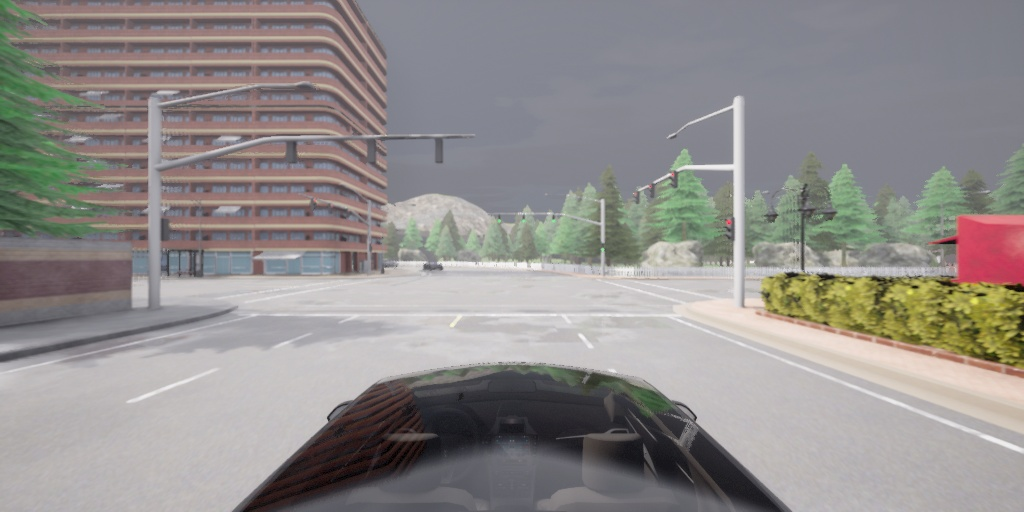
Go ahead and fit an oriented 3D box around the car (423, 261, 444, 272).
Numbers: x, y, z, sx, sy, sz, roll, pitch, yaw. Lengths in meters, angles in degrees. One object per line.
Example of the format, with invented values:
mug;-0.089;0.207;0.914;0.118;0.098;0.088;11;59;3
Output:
car;-11.404;1.467;51.753;2.033;1.411;5.357;0;0;-28
